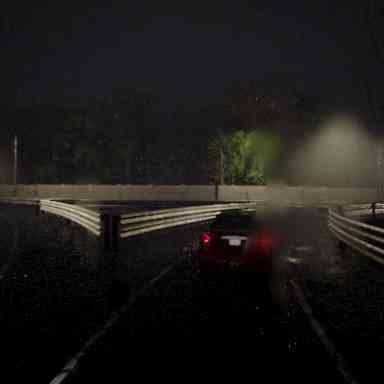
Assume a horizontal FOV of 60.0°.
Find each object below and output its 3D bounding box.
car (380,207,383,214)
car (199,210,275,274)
[{"bbox_3d":[24.008,1.632,38.626,4.553,1.767,2.097,1,0,-31],"label":"car"},{"bbox_3d":[1.639,1.385,11.043,2.097,1.767,4.553,1,0,13],"label":"car"}]
